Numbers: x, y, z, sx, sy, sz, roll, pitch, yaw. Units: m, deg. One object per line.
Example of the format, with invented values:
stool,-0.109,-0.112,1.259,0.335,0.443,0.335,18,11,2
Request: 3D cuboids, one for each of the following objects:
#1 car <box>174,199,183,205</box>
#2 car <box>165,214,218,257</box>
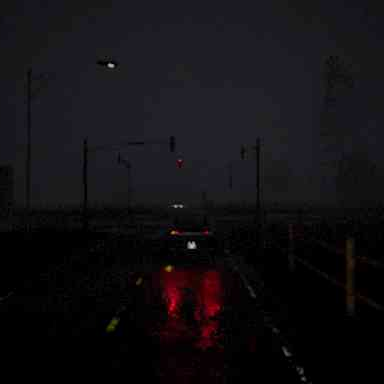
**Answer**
car,-2.961,2.267,74.288,1.994,1.385,4.181,0,-1,0
car,-0.050,1.619,13.510,2.128,1.511,4.902,0,0,-1
